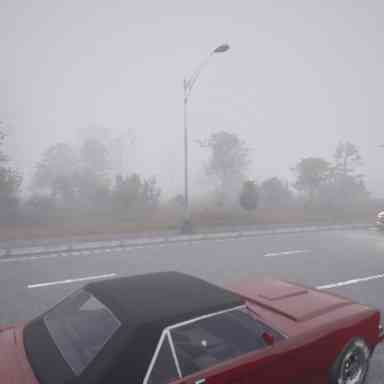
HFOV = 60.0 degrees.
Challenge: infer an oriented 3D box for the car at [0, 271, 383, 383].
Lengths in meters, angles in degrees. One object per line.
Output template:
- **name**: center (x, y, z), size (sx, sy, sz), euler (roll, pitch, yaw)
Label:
- **car**: center (-0.006, 1.578, 3.508), size (4.718, 1.301, 1.895), euler (0, 0, -34)

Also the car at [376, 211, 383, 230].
- **car**: center (12.347, 1.239, 18.258), size (4.553, 1.767, 2.097), euler (0, 1, -25)
